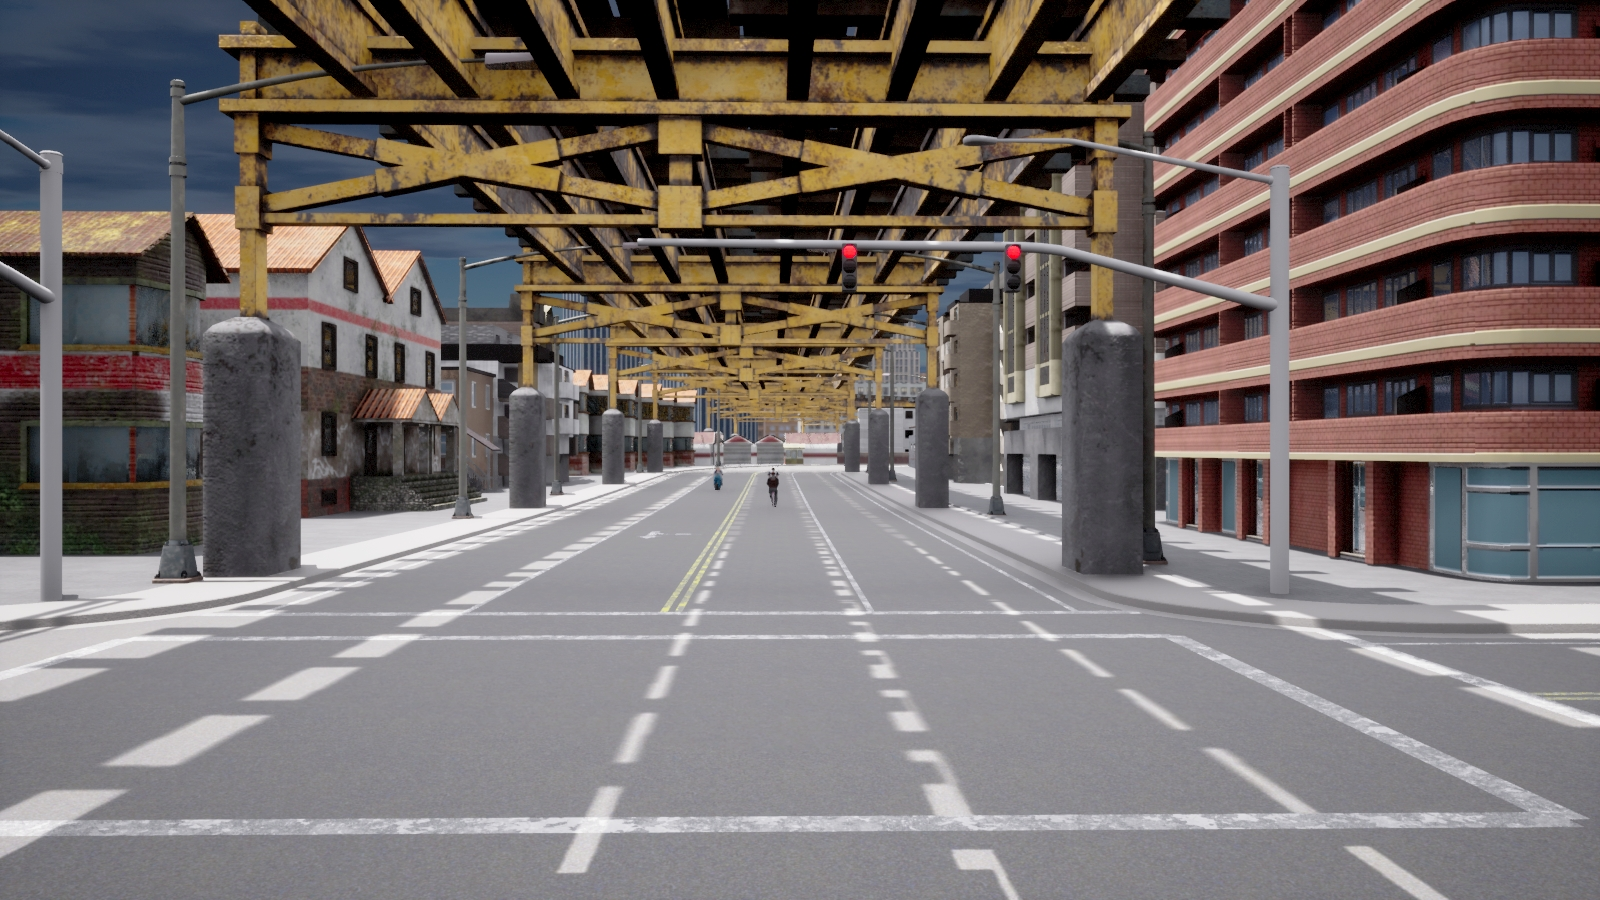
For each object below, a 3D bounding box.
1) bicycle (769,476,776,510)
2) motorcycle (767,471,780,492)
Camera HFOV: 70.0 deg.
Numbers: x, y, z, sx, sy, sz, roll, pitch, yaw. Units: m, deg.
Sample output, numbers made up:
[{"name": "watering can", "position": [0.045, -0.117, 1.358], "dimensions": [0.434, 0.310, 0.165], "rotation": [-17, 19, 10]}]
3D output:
[{"name": "bicycle", "position": [-1.283, 2.007, 53.869], "dimensions": [0.329, 1.496, 1.835], "rotation": [0, 0, -2]}, {"name": "motorcycle", "position": [-1.690, 1.976, 71.684], "dimensions": [0.803, 1.224, 2.033], "rotation": [0, 1, -1]}]
